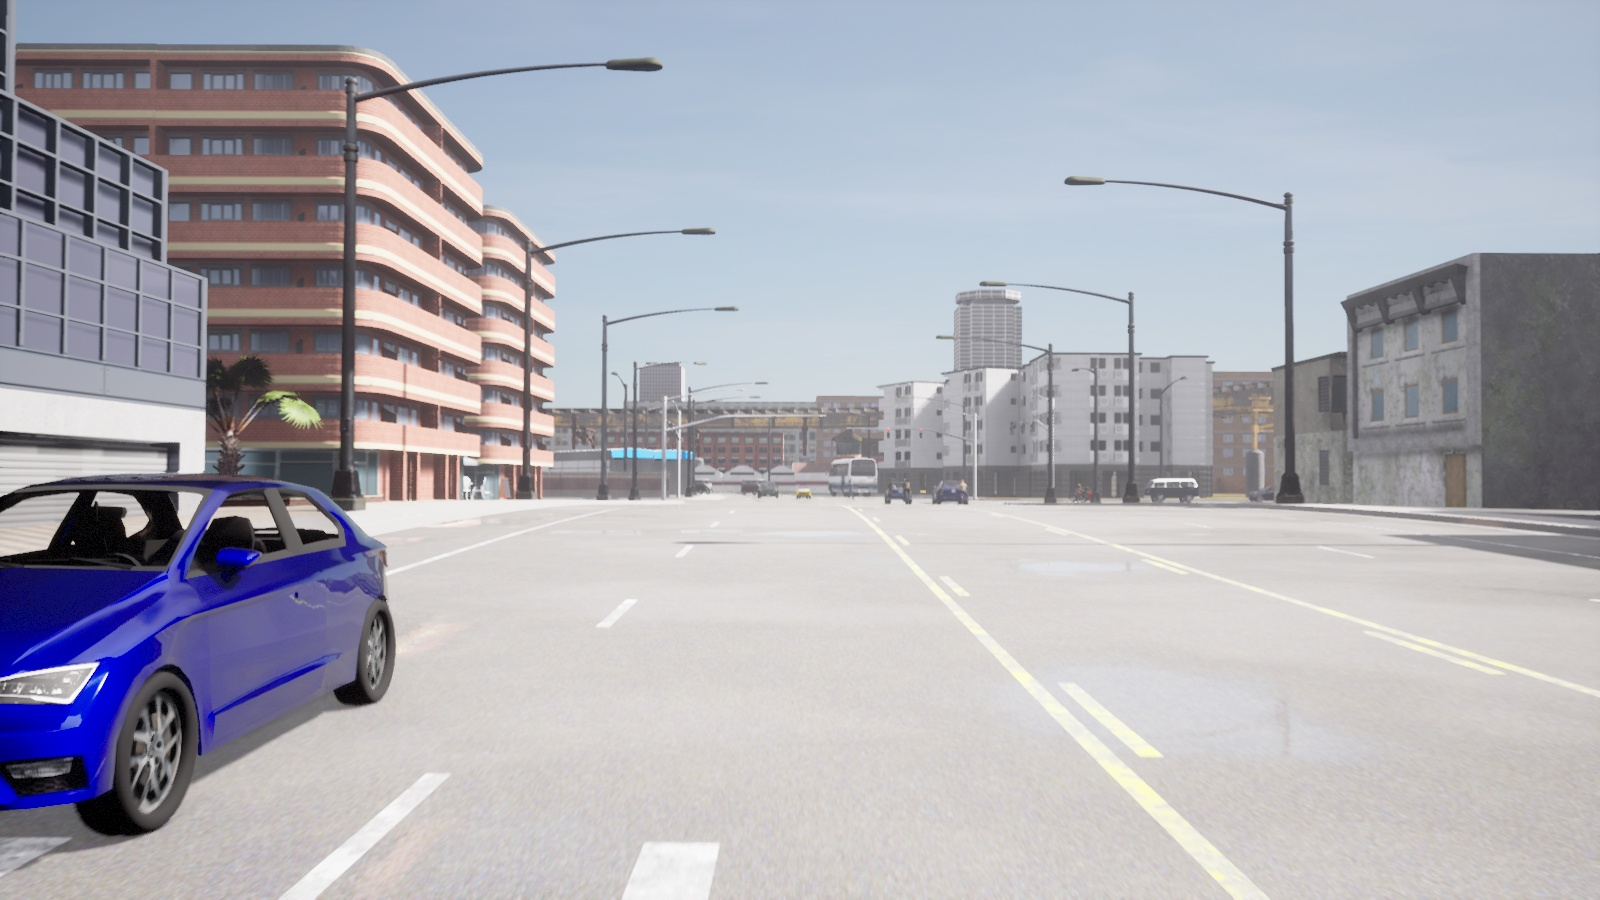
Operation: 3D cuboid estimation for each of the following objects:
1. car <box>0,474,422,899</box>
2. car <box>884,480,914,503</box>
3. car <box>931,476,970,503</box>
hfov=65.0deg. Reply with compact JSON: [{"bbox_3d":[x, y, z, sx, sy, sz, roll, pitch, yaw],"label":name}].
[{"bbox_3d":[-3.516,0.891,6.584,1.816,1.474,4.193,0,0,0],"label":"car"},{"bbox_3d":[6.793,2.880,86.650,1.789,1.549,3.705,0,-2,0],"label":"car"},{"bbox_3d":[10.294,2.736,86.313,2.097,1.767,4.553,0,-2,0],"label":"car"}]
